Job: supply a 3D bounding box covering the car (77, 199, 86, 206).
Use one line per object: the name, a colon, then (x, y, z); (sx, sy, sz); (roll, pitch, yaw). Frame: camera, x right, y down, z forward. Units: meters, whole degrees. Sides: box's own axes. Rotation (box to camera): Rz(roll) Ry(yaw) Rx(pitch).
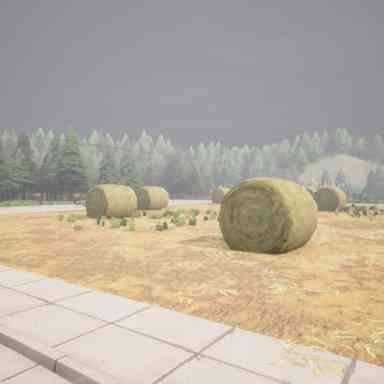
car: (-14.590, 1.367, 48.688); (1.812, 1.442, 4.674); (0, 0, 36)
